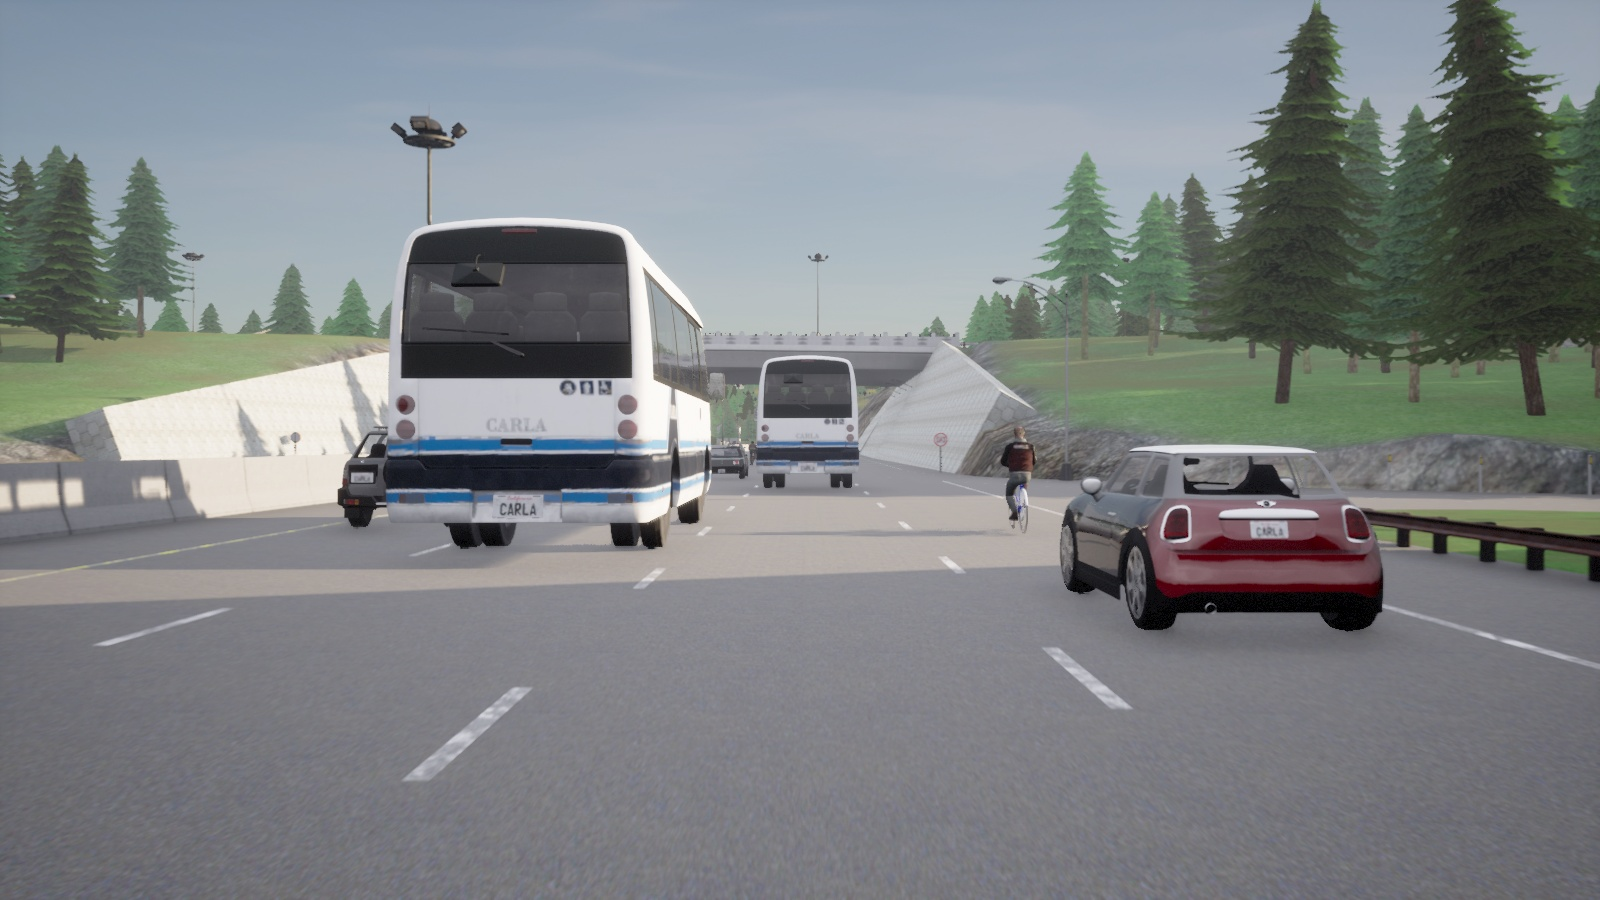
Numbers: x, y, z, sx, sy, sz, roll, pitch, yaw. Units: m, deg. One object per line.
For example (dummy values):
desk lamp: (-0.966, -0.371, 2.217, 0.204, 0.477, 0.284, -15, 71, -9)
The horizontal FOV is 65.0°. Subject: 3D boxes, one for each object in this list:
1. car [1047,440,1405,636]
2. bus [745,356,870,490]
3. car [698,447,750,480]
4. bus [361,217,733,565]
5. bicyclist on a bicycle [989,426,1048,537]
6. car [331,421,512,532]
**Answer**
car: (3.577, 0.651, 11.360, 1.970, 1.475, 3.806, 0, 0, 0)
bus: (0.271, -0.882, 44.755, 3.944, 4.253, 10.273, 0, 0, 0)
car: (-3.181, 0.543, 53.450, 1.895, 1.301, 4.718, 0, 0, 0)
bus: (-3.367, -0.748, 20.475, 3.944, 4.253, 10.273, 0, 0, 0)
bicyclist on a bicycle: (3.635, 0.502, 21.004, 0.659, 1.776, 1.843, 0, 1, 0)
car: (-6.852, 0.426, 23.289, 1.932, 1.855, 4.605, 0, 0, 0)
